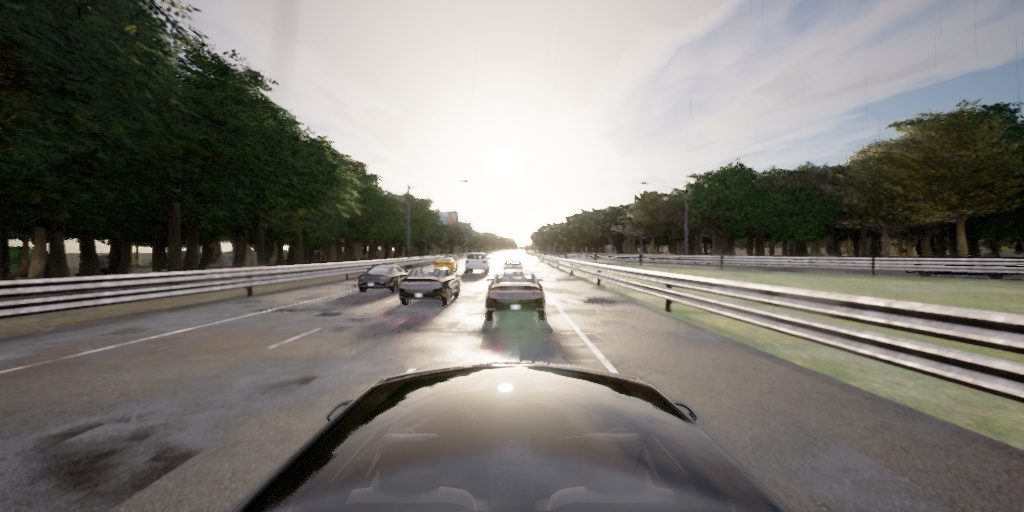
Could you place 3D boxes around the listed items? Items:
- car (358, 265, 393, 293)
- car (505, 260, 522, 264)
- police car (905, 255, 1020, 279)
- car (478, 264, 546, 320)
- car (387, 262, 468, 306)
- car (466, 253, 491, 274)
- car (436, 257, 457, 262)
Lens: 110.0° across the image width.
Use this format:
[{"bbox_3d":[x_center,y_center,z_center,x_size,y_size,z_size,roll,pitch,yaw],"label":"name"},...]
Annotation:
[{"bbox_3d":[-6.895,1.192,19.821,1.812,1.442,4.674,0,1,0],"label":"car"},{"bbox_3d":[0.111,1.052,35.293,1.895,1.301,4.718,0,1,0],"label":"car"},{"bbox_3d":[31.370,0.726,25.182,2.038,1.542,4.974,1,0,-39],"label":"police car"},{"bbox_3d":[0.104,1.212,12.552,2.128,1.511,4.902,0,0,0],"label":"car"},{"bbox_3d":[-3.395,1.194,15.482,2.128,1.511,4.902,0,0,0],"label":"car"},{"bbox_3d":[-3.389,0.660,36.008,2.150,2.045,5.566,0,1,0],"label":"car"},{"bbox_3d":[-6.889,0.885,37.685,1.882,1.535,5.008,0,1,0],"label":"car"}]
